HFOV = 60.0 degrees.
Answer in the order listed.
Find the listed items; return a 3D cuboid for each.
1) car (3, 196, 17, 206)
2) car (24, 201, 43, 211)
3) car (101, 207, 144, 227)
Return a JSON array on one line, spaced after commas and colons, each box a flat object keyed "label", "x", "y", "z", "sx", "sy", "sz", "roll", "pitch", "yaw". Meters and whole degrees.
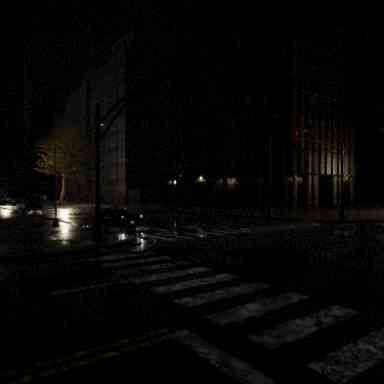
[{"label": "car", "x": -39.011, "y": 1.954, "z": 71.070, "sx": 2.150, "sy": 2.045, "sz": 5.566, "roll": 0, "pitch": -1, "yaw": -36}, {"label": "car", "x": -24.143, "y": 2.049, "z": 50.559, "sx": 2.033, "sy": 1.411, "sz": 5.357, "roll": 0, "pitch": -1, "yaw": -36}, {"label": "car", "x": -5.385, "y": 1.791, "z": 24.684, "sx": 1.895, "sy": 1.301, "sz": 4.718, "roll": 0, "pitch": -1, "yaw": -36}]
